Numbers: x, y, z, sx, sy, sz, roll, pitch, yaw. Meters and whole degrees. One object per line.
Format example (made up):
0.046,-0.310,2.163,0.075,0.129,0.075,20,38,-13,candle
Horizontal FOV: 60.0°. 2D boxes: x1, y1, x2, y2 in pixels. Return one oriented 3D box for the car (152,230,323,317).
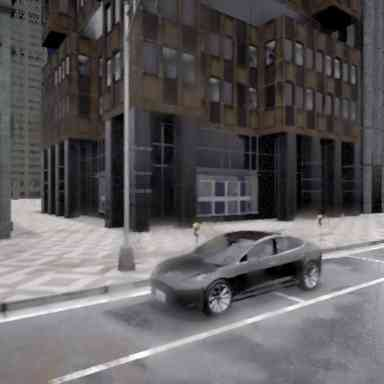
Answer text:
1.190,1.578,7.500,4.313,1.339,1.947,0,0,-35,car
